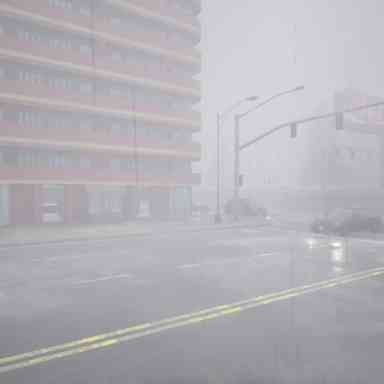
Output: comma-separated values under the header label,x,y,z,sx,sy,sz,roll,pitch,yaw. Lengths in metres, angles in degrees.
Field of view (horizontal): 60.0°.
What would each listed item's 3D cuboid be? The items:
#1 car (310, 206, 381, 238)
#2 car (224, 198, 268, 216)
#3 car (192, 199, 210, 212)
label,x,y,z,sx,sy,sz,roll,pitch,yaw
car,8.392,1.526,17.950,4.674,1.442,1.812,0,0,-34
car,5.203,1.352,32.370,2.097,1.767,4.553,0,0,-34
car,0.223,1.526,39.793,1.812,1.442,4.674,0,0,-34
